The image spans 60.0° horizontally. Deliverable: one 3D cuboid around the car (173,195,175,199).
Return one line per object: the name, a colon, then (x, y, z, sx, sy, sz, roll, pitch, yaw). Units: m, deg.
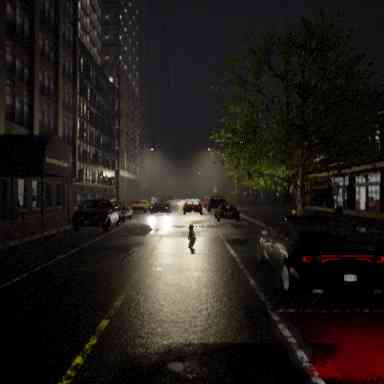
car: (-5.661, 1.455, 87.030, 1.947, 1.339, 4.313, 1, 0, 0)

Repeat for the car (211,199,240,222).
car: (2.707, 1.509, 26.195, 1.752, 1.417, 4.829, 1, 0, 0)

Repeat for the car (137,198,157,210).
car: (-5.671, 1.532, 42.665, 1.947, 1.339, 4.313, 1, 0, 0)

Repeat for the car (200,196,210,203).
car: (2.716, 1.489, 70.394, 1.947, 1.339, 4.313, 1, 0, 0)

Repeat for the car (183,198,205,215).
car: (0.087, 1.577, 33.787, 1.895, 1.301, 4.718, 0, 0, 0)

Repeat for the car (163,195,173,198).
car: (-5.664, 1.489, 70.393, 1.947, 1.339, 4.313, 1, 0, 0)

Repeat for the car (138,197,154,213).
car: (-5.671, 1.499, 36.947, 1.752, 1.417, 4.829, 1, 0, 0)

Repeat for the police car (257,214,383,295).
police car: (3.002, 1.422, 8.886, 1.930, 1.638, 5.238, 0, 0, 0)

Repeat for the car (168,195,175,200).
car: (-5.660, 1.459, 92.576, 1.802, 1.307, 4.206, 1, 0, 0)

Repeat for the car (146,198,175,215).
car: (-3.093, 1.578, 33.541, 1.895, 1.301, 4.718, 0, 0, 0)

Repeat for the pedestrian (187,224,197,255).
pedestrian: (0.036, 1.669, 11.696, 0.500, 1.100, 0.500, 1, -1, -4)

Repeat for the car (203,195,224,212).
car: (2.712, 1.288, 37.118, 2.192, 1.841, 5.009, 1, 0, 0)

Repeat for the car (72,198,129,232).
car: (-5.671, 1.304, 20.479, 2.192, 1.841, 5.009, 1, 0, 0)

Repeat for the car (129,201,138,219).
car: (-5.673, 1.510, 25.855, 1.752, 1.417, 4.829, 1, 0, 0)
